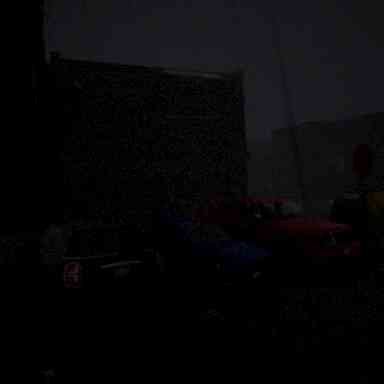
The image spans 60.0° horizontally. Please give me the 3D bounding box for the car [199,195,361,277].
[{"bbox_3d":[2.308,1.147,10.610,2.435,2.045,5.566,-1,1,-35],"label":"car"}]

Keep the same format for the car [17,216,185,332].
[{"bbox_3d":[-2.391,1.349,7.259,2.185,1.767,4.553,0,0,-36],"label":"car"}]

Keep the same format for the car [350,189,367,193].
[{"bbox_3d":[17.696,0.414,35.106,1.994,1.385,4.181,-4,0,-21],"label":"car"}]

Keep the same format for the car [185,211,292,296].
[{"bbox_3d":[-0.107,1.449,8.931,2.097,1.535,5.008,-1,0,-35],"label":"car"}]
